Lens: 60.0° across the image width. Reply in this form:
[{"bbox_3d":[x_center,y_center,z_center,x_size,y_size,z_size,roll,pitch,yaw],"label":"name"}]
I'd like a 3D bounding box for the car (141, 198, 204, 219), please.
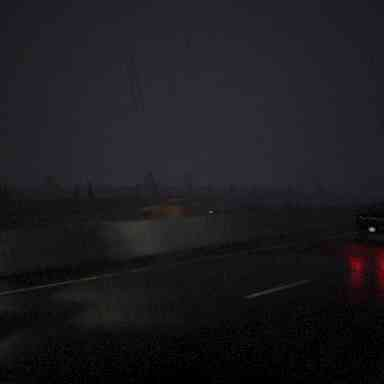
[{"bbox_3d":[-1.345,1.252,24.524,5.008,1.535,1.882,-1,1,-35],"label":"car"}]

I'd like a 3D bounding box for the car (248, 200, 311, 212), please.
[{"bbox_3d":[5.951,1.271,21.129,4.181,1.385,1.994,-1,1,-35],"label":"car"}]

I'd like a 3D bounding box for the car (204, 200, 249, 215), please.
[{"bbox_3d":[3.773,1.257,23.875,5.357,1.411,2.033,-1,1,-35],"label":"car"}]

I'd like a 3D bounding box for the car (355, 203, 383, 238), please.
[{"bbox_3d":[9.064,1.222,14.505,4.902,1.511,2.128,-1,1,-35],"label":"car"}]
